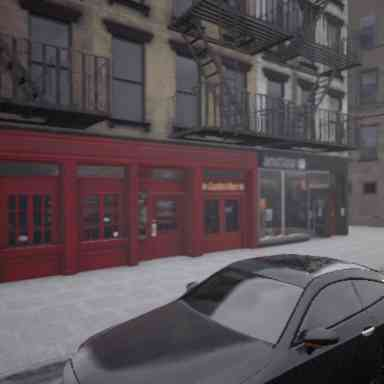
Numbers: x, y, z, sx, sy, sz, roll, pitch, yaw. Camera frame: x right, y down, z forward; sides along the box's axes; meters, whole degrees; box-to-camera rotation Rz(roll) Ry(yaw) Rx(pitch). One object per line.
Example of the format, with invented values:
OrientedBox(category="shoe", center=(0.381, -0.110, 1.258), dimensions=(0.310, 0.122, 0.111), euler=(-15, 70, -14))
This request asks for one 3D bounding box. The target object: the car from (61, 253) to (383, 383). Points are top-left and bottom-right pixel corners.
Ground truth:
OrientedBox(category="car", center=(0.978, 1.521, 3.769), dimensions=(4.674, 1.442, 1.812), euler=(0, 0, -36))
